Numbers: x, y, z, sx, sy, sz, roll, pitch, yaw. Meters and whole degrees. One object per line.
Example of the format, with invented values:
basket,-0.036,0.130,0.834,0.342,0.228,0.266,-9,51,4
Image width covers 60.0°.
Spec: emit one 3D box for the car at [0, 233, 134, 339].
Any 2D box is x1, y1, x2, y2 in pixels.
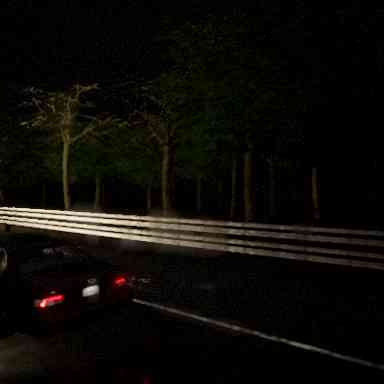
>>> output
car,-3.533,1.544,6.579,5.357,1.411,2.033,0,0,37
